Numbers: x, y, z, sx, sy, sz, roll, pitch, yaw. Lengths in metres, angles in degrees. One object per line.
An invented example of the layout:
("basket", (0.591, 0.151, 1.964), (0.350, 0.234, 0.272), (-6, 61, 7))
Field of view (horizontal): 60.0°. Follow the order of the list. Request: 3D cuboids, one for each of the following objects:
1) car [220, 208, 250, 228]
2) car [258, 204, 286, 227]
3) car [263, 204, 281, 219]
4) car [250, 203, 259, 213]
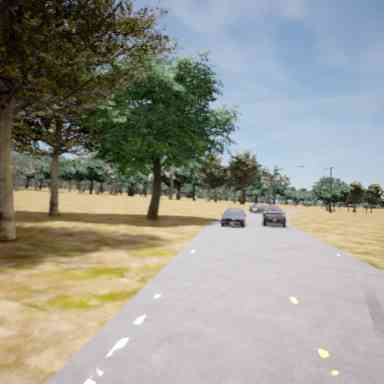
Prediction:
("car", (3.421, 2.003, 26.955), (2.033, 1.411, 5.357), (2, -1, 10))
("car", (7.059, 2.094, 28.785), (2.128, 1.511, 4.902), (2, -1, 11))
("car", (9.843, 2.328, 40.742), (1.882, 1.535, 5.008), (1, -1, 17))
("car", (9.969, 2.497, 50.792), (2.128, 1.511, 4.902), (1, -1, 20))
